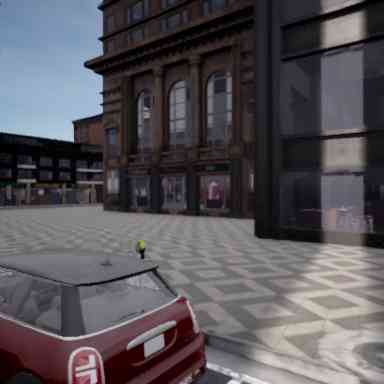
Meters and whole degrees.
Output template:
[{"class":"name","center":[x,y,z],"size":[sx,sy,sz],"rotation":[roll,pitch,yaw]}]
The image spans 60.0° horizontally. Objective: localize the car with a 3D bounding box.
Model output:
[{"class":"car","center":[-1.931,1.453,4.221],"size":[4.097,1.590,1.967],"rotation":[0,0,35]}]
